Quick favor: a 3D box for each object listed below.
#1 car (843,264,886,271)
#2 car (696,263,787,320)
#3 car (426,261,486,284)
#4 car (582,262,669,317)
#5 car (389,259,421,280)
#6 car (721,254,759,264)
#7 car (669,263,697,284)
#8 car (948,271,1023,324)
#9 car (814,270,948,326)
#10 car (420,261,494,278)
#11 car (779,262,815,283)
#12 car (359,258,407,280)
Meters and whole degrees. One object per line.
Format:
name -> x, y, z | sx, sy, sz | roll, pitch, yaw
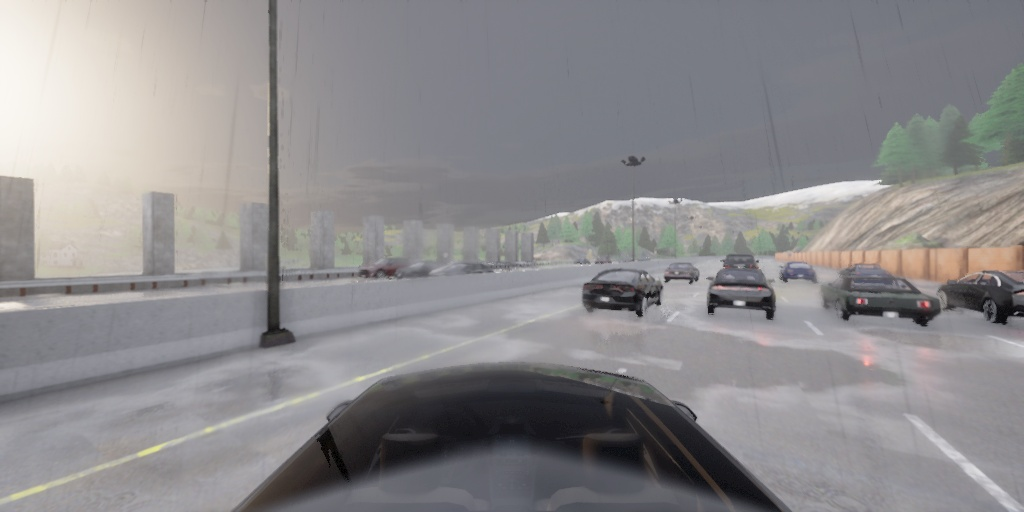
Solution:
car -> 23.558, 1.207, 24.004 | 1.994, 1.385, 4.181 | 0, 0, 33
car -> 8.060, 1.187, 12.692 | 2.128, 1.511, 4.902 | 0, 0, 33
car -> -4.024, 1.146, 26.656 | 1.812, 1.442, 4.674 | 0, 0, 32
car -> 4.206, 1.170, 13.161 | 1.882, 1.535, 5.008 | 0, 0, 33
car -> -7.066, 1.136, 28.422 | 1.812, 1.442, 4.674 | 0, 0, 32
car -> 16.795, 0.852, 26.427 | 2.150, 2.045, 5.566 | 0, 1, 33
car -> 12.340, 1.177, 25.990 | 2.033, 1.411, 5.357 | 0, 0, 33
car -> 15.314, 1.199, 11.041 | 2.128, 1.511, 4.902 | 0, 0, 33
car -> 11.563, 1.303, 11.674 | 1.895, 1.301, 4.718 | 0, 0, 33
car -> -2.975, 1.152, 21.910 | 1.837, 1.490, 4.892 | 0, 0, 32
car -> 20.816, 1.157, 26.214 | 1.812, 1.442, 4.674 | 0, 0, 33
car -> -10.316, 0.953, 29.722 | 2.097, 1.767, 4.553 | 0, 0, 33
